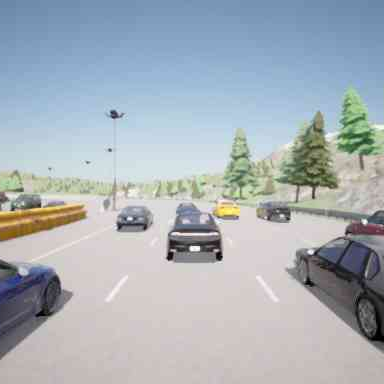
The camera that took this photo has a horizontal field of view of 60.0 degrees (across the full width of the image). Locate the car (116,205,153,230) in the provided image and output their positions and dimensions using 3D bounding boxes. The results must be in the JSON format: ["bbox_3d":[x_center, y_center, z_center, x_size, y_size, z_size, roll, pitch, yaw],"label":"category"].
[{"bbox_3d":[-3.591,1.561,21.393,2.033,1.411,5.357,0,0,-2],"label":"car"}]

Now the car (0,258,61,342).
[{"bbox_3d":[-3.447,1.529,4.508,1.812,1.442,4.674,0,0,1],"label":"car"}]

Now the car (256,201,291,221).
[{"bbox_3d":[6.628,1.524,27.476,1.837,1.490,4.892,0,0,-3],"label":"car"}]

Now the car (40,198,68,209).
[{"bbox_3d":[-15.860,1.589,38.998,1.994,1.385,4.181,0,0,-8],"label":"car"}]

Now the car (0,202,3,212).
[{"bbox_3d":[-22.597,1.530,36.728,1.837,1.490,4.892,0,0,-8],"label":"car"}]

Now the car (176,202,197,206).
[{"bbox_3d":[-0.473,1.583,28.714,1.994,1.385,4.181,0,0,-4],"label":"car"}]

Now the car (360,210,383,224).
[{"bbox_3d":[7.087,1.359,11.412,2.097,1.767,4.553,0,0,0],"label":"car"}]

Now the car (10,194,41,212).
[{"bbox_3d":[-19.410,1.249,39.258,2.150,2.045,5.566,0,0,-9],"label":"car"}]

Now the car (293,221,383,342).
[{"bbox_3d":[3.567,1.552,6.392,2.033,1.411,5.357,0,0,0],"label":"car"}]

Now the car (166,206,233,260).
[{"bbox_3d":[0.084,1.501,12.539,2.128,1.511,4.902,0,0,0],"label":"car"}]

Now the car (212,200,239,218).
[{"bbox_3d":[2.945,1.497,30.036,1.882,1.535,5.008,0,0,-4],"label":"car"}]
